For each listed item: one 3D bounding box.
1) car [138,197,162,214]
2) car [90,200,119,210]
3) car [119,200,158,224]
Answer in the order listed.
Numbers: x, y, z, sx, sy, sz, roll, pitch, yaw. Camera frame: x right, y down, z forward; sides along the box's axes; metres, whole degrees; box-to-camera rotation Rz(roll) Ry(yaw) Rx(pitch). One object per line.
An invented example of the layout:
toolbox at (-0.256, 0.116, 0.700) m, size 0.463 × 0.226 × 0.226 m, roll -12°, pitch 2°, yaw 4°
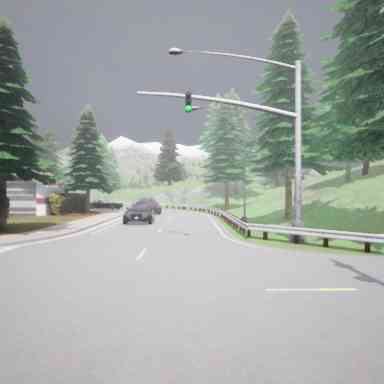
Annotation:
car at (-4.572, 1.350, 34.183) m, size 2.097 × 1.767 × 4.553 m, roll 0°, pitch 0°, yaw -19°
car at (-11.092, 1.605, 41.967) m, size 4.718 × 1.301 × 1.895 m, roll 0°, pitch 0°, yaw 15°
car at (-3.807, 1.562, 24.387) m, size 1.994 × 1.385 × 4.181 m, roll 0°, pitch 0°, yaw -2°
